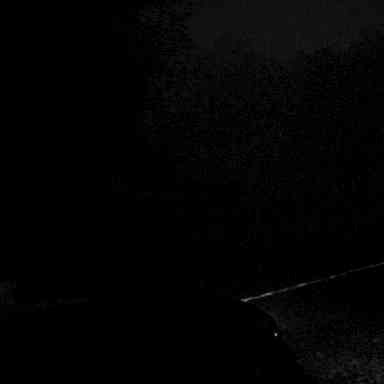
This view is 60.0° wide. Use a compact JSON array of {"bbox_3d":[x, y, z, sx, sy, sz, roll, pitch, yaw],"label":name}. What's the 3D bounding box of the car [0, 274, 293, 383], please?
[{"bbox_3d":[-1.126,1.521,2.943,4.674,1.442,1.812,0,0,-36],"label":"car"}]
